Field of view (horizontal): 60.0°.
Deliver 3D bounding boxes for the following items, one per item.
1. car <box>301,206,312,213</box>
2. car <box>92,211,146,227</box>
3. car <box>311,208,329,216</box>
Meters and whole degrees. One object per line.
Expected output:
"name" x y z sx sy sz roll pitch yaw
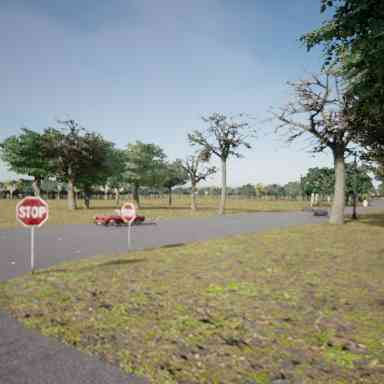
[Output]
"car" 25.439 3.811 73.195 1.994 1.385 4.181 1 -1 36
"car" -6.337 2.325 29.214 1.895 1.301 4.718 1 -1 36
"car" 23.492 3.611 60.149 1.994 1.385 4.181 1 -1 30
